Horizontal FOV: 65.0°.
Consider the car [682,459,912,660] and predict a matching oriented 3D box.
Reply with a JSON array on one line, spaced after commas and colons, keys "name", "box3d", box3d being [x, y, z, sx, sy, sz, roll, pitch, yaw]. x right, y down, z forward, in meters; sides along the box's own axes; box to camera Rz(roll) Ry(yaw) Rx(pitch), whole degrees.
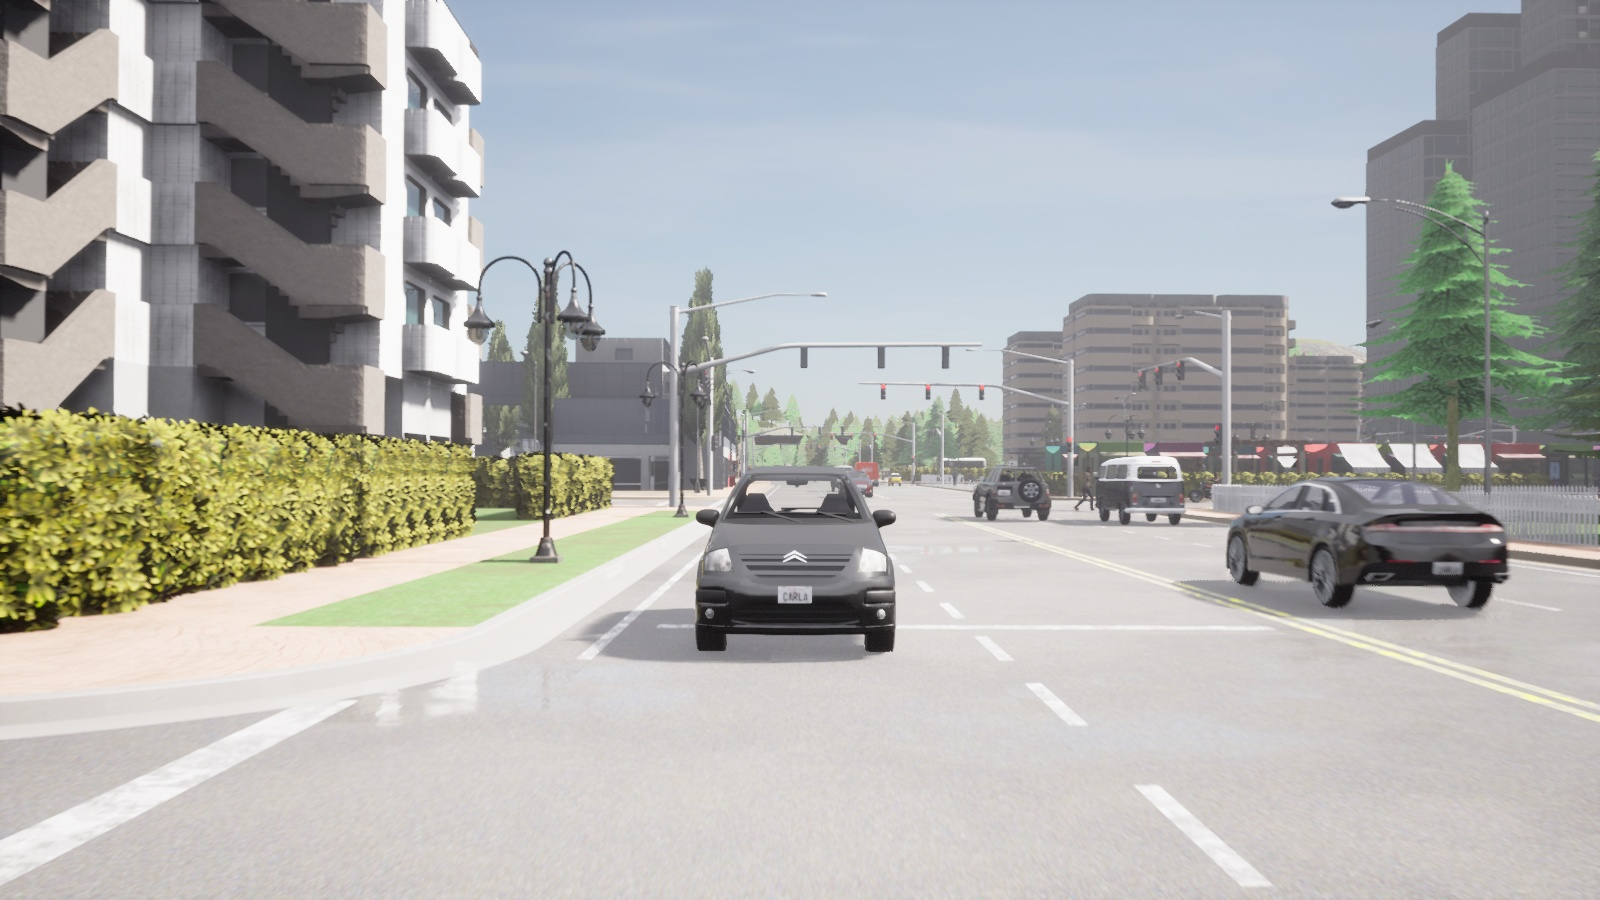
[{"name": "car", "box3d": [-0.030, 0.917, 12.172, 1.851, 1.617, 3.988, 0, -1, 0]}]

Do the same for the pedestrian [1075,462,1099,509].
[{"name": "pedestrian", "box3d": [11.276, 1.394, 49.374, 0.869, 1.805, 0.328, 0, -1, 1]}]

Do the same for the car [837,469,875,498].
[{"name": "car", "box3d": [3.318, 1.983, 74.780, 2.033, 1.649, 4.856, 0, -1, 0]}]

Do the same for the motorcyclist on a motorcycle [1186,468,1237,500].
[{"name": "motorcyclist on a motorcycle", "box3d": [21.277, 1.767, 64.960, 2.350, 1.649, 0.766, 0, -1, -2]}]

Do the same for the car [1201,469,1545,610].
[{"name": "car", "box3d": [6.961, 1.011, 15.996, 2.128, 1.511, 4.902, 0, -1, 0]}]

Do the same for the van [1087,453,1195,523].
[{"name": "van", "box3d": [10.405, 1.143, 38.658, 2.069, 2.038, 4.480, 0, -1, 0]}]

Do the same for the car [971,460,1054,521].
[{"name": "car", "box3d": [6.897, 1.294, 41.245, 1.932, 1.855, 4.605, 0, -1, 0]}]
